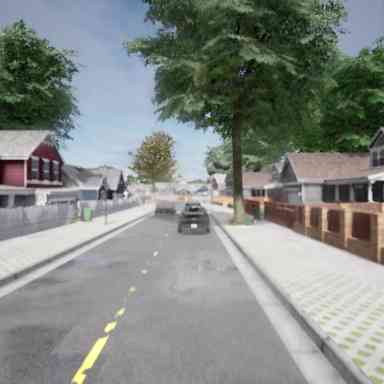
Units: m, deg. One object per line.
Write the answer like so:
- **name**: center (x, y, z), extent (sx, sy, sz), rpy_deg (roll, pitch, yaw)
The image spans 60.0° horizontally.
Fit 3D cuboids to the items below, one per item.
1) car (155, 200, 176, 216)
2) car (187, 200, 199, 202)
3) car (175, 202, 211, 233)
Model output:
- **car**: center (-2.721, 1.614, 34.675), extent (1.882, 1.535, 5.008), rpy_deg (0, 0, 0)
- **car**: center (0.109, 1.626, 38.730), extent (1.882, 1.535, 5.008), rpy_deg (0, 0, 0)
- **car**: center (0.115, 1.585, 20.330), extent (1.837, 1.490, 4.892), rpy_deg (0, 0, 0)
